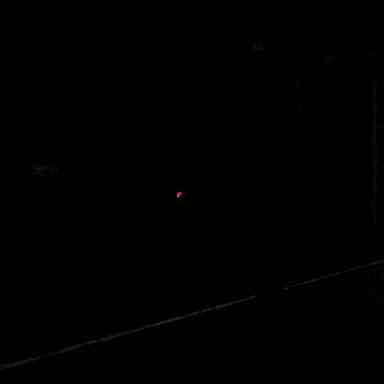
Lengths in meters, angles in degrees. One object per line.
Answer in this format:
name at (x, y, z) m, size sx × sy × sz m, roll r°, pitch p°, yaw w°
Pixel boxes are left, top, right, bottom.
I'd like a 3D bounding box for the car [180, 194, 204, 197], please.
car at (0.553, 1.205, 36.788) m, size 2.150 × 2.045 × 5.566 m, roll 0°, pitch 0°, yaw -37°
